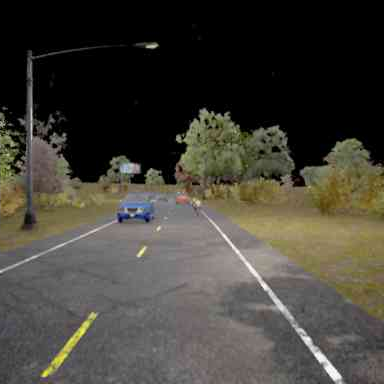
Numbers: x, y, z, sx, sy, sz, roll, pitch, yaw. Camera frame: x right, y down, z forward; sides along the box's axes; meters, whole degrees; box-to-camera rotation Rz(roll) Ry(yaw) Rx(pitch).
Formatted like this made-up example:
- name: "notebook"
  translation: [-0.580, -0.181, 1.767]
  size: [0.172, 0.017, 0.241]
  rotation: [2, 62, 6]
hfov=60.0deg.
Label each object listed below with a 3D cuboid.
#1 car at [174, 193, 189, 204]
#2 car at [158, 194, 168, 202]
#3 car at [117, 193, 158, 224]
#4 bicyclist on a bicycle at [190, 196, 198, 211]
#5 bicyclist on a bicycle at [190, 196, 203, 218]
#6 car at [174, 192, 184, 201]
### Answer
- name: "car"
  translation: [-1.581, 1.074, 56.150]
  size: [2.097, 1.767, 4.553]
  rotation: [0, 0, -3]
- name: "car"
  translation: [-5.715, 1.175, 64.889]
  size: [1.837, 1.490, 4.892]
  rotation: [0, 1, -3]
- name: "car"
  translation: [-3.934, 1.112, 24.245]
  size: [2.150, 2.045, 5.566]
  rotation: [0, 0, -1]
- name: "bicyclist on a bicycle"
  translation: [0.243, 1.261, 37.166]
  size: [0.866, 1.612, 1.509]
  rotation: [0, 0, -2]
- name: "bicyclist on a bicycle"
  translation: [0.508, 1.308, 27.745]
  size: [0.866, 1.612, 1.509]
  rotation: [0, 0, -1]
- name: "car"
  translation: [-2.864, 0.974, 74.366]
  size: [2.097, 1.767, 4.553]
  rotation: [0, 0, -4]
